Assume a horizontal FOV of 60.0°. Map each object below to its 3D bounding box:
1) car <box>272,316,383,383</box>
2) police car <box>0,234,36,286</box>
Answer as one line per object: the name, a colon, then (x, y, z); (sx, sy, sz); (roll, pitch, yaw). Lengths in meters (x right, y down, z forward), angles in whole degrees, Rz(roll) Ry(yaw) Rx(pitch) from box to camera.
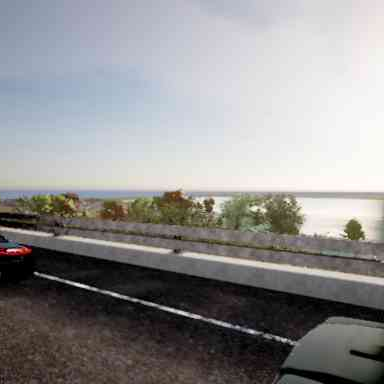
car: (2.814, 1.606, 1.859); (4.718, 1.301, 1.895); (0, 0, 35)
police car: (-6.037, 1.484, 8.211); (4.974, 1.542, 2.038); (0, 0, 36)
